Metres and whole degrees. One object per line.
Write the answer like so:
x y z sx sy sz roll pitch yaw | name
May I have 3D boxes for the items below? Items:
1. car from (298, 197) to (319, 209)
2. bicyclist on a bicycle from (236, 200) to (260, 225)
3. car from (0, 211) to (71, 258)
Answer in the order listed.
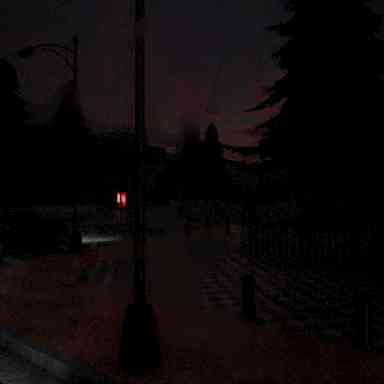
16.038 1.475 45.706 1.882 1.535 5.008 0 0 34 | car
3.539 1.307 20.968 1.656 1.620 0.582 0 0 35 | bicyclist on a bicycle
-6.766 1.502 12.583 1.837 1.490 4.892 -3 -2 22 | car
